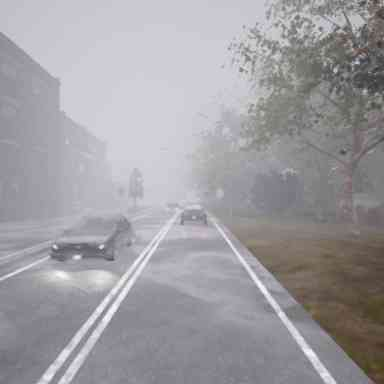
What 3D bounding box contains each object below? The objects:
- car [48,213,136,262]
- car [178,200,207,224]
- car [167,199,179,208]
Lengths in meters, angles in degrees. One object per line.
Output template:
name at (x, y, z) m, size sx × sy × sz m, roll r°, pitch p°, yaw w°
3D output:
car at (-3.339, 1.518, 12.324) m, size 2.033 × 1.411 × 5.357 m, roll 0°, pitch 0°, yaw 0°
car at (0.135, 1.522, 24.386) m, size 1.812 × 1.442 × 4.674 m, roll 0°, pitch 0°, yaw 0°
car at (-3.139, 1.869, 54.974) m, size 1.812 × 1.442 × 4.674 m, roll 0°, pitch -1°, yaw 1°
